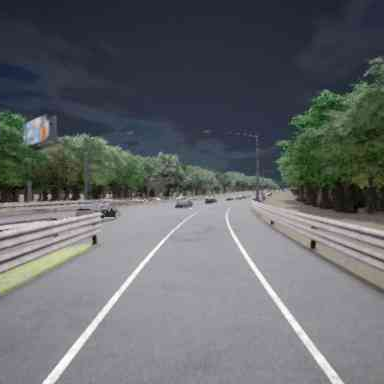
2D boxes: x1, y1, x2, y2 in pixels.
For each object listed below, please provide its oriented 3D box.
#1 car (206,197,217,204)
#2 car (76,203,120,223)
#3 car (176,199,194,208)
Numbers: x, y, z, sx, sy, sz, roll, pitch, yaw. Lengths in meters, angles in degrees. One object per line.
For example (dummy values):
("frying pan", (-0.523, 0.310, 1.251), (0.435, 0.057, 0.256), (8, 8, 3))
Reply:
("car", (4.285, 1.778, 72.609), (1.882, 1.535, 5.008), (0, 0, 15))
("car", (-7.815, 1.701, 28.123), (2.128, 1.511, 4.902), (-2, 0, 15))
("car", (-1.116, 1.798, 52.745), (1.994, 1.385, 4.181), (0, 0, 15))
